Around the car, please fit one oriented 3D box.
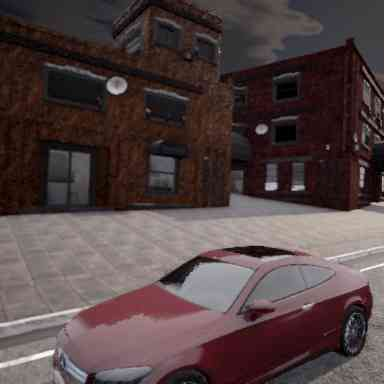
[{"bbox_3d":[0.648,1.519,4.484,4.674,1.442,1.812,0,0,-36],"label":"car"}]
